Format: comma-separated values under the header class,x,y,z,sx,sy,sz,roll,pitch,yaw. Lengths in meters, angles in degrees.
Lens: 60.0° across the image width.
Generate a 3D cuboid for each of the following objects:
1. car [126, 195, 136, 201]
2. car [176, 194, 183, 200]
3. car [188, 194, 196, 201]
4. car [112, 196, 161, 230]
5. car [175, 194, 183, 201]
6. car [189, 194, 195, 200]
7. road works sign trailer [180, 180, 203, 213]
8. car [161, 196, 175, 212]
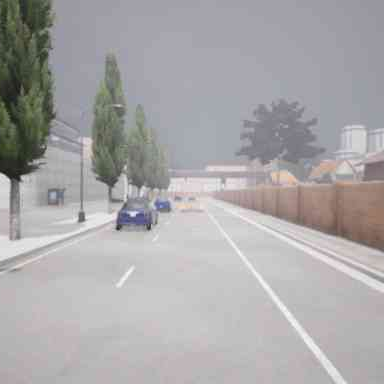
class,x,y,z,sx,sy,sz,roll,pitch,yaw
car,-14.993,1.482,82.012,1.812,1.442,4.674,0,0,0
car,-3.492,1.366,93.596,1.882,1.535,5.008,0,0,0
car,0.007,1.550,83.519,1.895,1.301,4.718,0,0,0
car,-3.398,1.342,21.314,2.097,1.767,4.553,0,0,0
car,-3.493,1.475,83.202,2.128,1.511,4.902,0,0,0
car,0.008,1.365,93.595,1.882,1.535,5.008,0,0,0
road works sign trailer,0.003,0.446,37.388,2.380,3.560,2.880,0,0,0
car,-3.396,1.459,39.233,1.882,1.535,5.008,0,0,0
